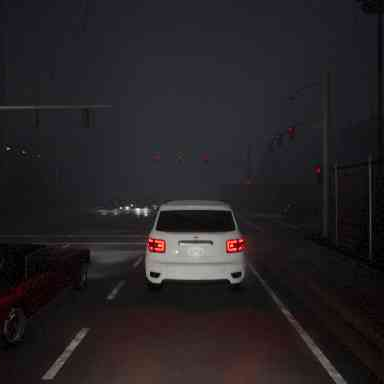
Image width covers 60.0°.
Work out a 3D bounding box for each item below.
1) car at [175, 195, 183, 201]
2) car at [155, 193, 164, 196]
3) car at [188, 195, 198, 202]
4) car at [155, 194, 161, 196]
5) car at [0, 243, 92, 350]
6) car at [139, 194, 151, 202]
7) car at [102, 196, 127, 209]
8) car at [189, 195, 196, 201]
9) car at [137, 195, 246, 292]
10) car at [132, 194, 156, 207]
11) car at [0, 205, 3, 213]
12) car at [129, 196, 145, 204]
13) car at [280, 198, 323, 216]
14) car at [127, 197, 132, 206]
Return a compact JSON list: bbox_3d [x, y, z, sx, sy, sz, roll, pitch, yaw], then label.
[{"bbox_3d":[-3.327,1.540,86.037,2.033,1.411,5.357,0,0,0],"label":"car"},{"bbox_3d":[-6.862,1.221,68.956,2.150,2.045,5.566,0,0,0],"label":"car"},{"bbox_3d":[0.157,1.523,75.750,2.128,1.511,4.902,0,0,0],"label":"car"},{"bbox_3d":[-6.959,1.525,58.242,1.812,1.442,4.674,0,0,0],"label":"car"},{"bbox_3d":[-3.430,1.601,6.173,1.895,1.301,4.718,0,0,1],"label":"car"},{"bbox_3d":[-10.353,1.354,73.188,2.097,1.767,4.553,0,0,0],"label":"car"},{"bbox_3d":[-10.505,1.352,44.595,2.097,1.767,4.553,0,0,0],"label":"car"},{"bbox_3d":[0.173,1.524,86.152,1.812,1.442,4.674,0,0,0],"label":"car"},{"bbox_3d":[0.090,1.221,9.097,2.150,2.045,5.566,0,0,0],"label":"car"},{"bbox_3d":[-6.989,1.491,48.983,2.128,1.511,4.902,0,0,0],"label":"car"},{"bbox_3d":[-20.994,1.619,32.672,4.181,1.385,1.994,0,0,0],"label":"car"},{"bbox_3d":[-10.424,1.491,63.140,2.128,1.511,4.902,0,0,1],"label":"car"},{"bbox_3d":[11.016,1.407,32.677,4.553,1.767,2.097,0,0,0],"label":"car"},{"bbox_3d":[-10.483,1.491,53.748,2.128,1.511,4.902,0,0,0],"label":"car"}]
